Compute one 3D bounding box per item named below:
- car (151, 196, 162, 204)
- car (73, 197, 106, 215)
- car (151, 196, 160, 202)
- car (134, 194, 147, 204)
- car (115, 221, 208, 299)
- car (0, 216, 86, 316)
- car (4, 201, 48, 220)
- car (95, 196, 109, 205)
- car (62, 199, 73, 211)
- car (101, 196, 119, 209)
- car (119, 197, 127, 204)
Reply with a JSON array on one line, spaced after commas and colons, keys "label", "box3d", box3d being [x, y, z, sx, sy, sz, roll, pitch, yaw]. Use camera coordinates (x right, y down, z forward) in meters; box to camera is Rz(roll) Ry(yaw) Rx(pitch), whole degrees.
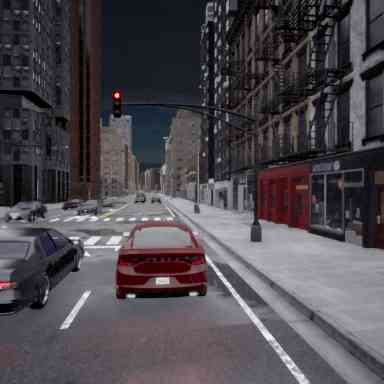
[{"label": "car", "box3d": [-7.014, 1.533, 65.159, 1.837, 1.490, 4.892, 0, 0, -6]}, {"label": "car", "box3d": [-10.243, 1.515, 33.562, 1.837, 1.490, 4.892, 0, 0, -6]}, {"label": "car", "box3d": [-8.259, 1.573, 75.463, 2.033, 1.411, 5.357, 0, 0, -6]}, {"label": "car", "box3d": [-10.371, 1.629, 65.939, 1.895, 1.301, 4.718, 0, 0, -6]}, {"label": "car", "box3d": [-0.788, 1.478, 8.556, 1.882, 1.535, 5.008, 0, 0, -6]}, {"label": "car", "box3d": [-3.895, 1.547, 7.691, 2.033, 1.411, 5.357, 0, 0, -6]}, {"label": "car", "box3d": [-12.631, 1.499, 25.611, 2.128, 1.511, 4.902, 0, 0, -6]}, {"label": "car", "box3d": [-16.546, 1.552, 61.296, 1.812, 1.442, 4.674, 0, 0, -6]}, {"label": "car", "box3d": [-14.289, 1.562, 40.539, 2.033, 1.411, 5.357, 0, 0, -6]}, {"label": "car", "box3d": [-11.598, 1.522, 45.806, 1.837, 1.490, 4.892, 0, 0, -6]}, {"label": "car", "box3d": [-13.380, 1.628, 62.291, 1.895, 1.301, 4.718, 0, 0, -6]}]
